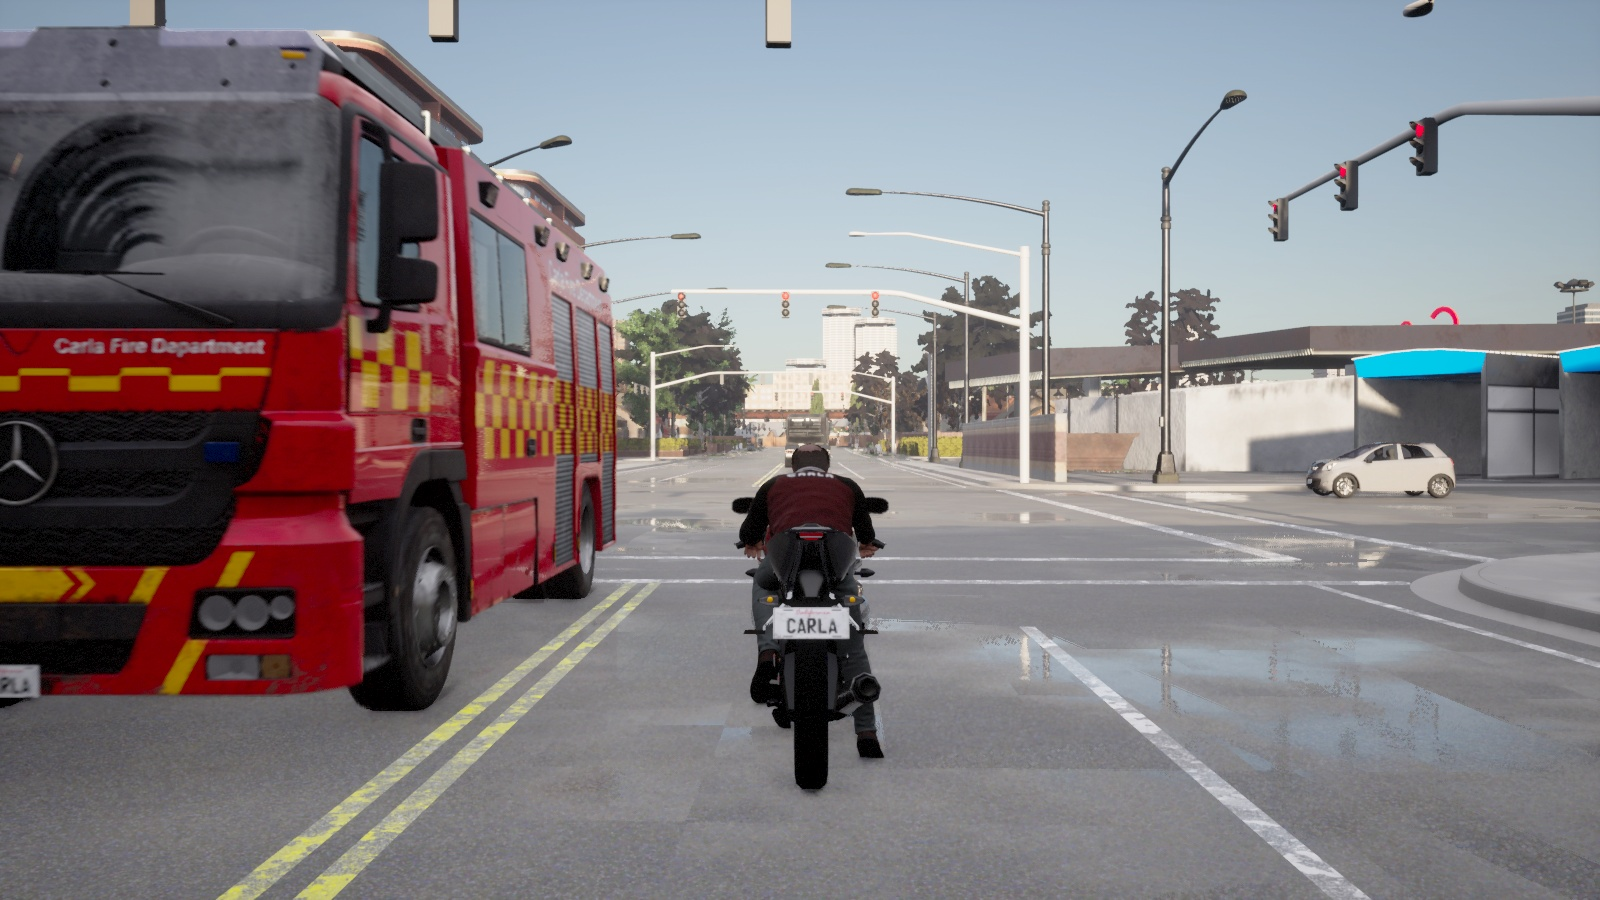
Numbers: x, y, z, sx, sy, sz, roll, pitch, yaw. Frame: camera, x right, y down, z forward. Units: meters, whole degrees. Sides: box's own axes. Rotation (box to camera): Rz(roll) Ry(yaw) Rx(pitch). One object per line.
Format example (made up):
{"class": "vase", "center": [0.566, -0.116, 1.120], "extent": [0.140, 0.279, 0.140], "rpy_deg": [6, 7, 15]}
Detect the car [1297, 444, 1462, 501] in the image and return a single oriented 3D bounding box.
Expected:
{"class": "car", "center": [15.650, 0.581, 34.043], "extent": [3.633, 1.501, 1.845], "rpy_deg": [0, 0, 1]}

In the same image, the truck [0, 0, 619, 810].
{"class": "truck", "center": [-3.430, -0.473, 9.349], "extent": [2.891, 3.827, 8.468], "rpy_deg": [0, 0, 0]}

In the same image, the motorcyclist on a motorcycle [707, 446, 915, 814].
{"class": "motorcyclist on a motorcycle", "center": [0.052, 0.746, 6.329], "extent": [0.866, 1.530, 2.191], "rpy_deg": [0, 0, 0]}

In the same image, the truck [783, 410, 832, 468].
{"class": "truck", "center": [0.466, -0.678, 78.471], "extent": [2.891, 3.462, 7.936], "rpy_deg": [0, 0, 0]}
